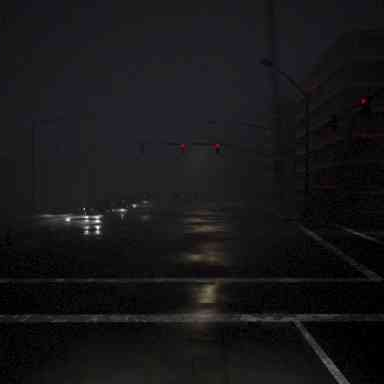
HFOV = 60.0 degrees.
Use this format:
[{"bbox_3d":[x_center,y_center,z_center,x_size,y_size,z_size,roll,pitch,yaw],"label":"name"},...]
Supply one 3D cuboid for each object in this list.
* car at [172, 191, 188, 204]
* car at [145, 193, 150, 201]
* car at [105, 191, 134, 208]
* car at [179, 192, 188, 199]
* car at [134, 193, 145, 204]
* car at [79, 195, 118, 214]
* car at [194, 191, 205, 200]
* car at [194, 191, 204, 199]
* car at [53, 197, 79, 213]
[{"bbox_3d":[-2.077,0.797,53.427,2.150,2.045,5.566,0,1,1],"label":"car"},{"bbox_3d":[-9.093,0.947,63.478,2.033,1.411,5.357,0,1,1],"label":"car"},{"bbox_3d":[-9.402,1.106,43.299,2.097,1.767,4.553,0,1,1],"label":"car"},{"bbox_3d":[-1.890,0.720,76.187,1.812,1.442,4.674,0,1,1],"label":"car"},{"bbox_3d":[-9.280,1.132,52.943,2.033,1.411,5.357,0,1,1],"label":"car"},{"bbox_3d":[-9.519,1.369,34.257,2.128,1.511,4.902,0,1,1],"label":"car"},{"bbox_3d":[1.574,0.855,65.405,2.128,1.511,4.902,0,1,1],"label":"car"},{"bbox_3d":[1.604,0.556,75.795,2.097,1.767,4.553,0,1,1],"label":"car"},{"bbox_3d":[-13.007,1.346,35.324,1.882,1.535,5.008,0,1,1],"label":"car"}]
